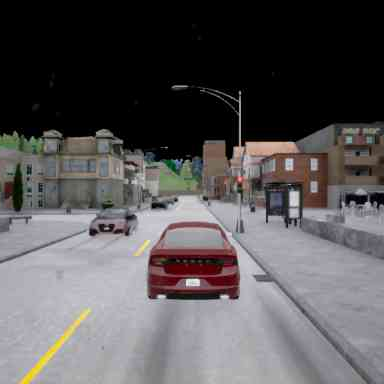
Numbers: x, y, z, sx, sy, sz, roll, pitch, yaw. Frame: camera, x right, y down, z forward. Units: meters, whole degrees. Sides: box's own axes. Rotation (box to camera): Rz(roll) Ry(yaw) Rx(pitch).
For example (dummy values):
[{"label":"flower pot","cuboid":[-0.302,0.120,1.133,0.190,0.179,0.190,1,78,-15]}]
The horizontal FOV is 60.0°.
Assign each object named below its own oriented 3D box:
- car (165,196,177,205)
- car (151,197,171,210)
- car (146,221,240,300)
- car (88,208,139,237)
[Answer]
[{"label":"car","cuboid":[-4.088,1.503,57.463,1.837,1.490,4.892,0,0,0]},{"label":"car","cuboid":[-4.113,1.601,42.462,1.895,1.301,4.718,0,0,0]},{"label":"car","cuboid":[0.049,1.478,8.455,1.882,1.535,5.008,0,0,1]},{"label":"car","cuboid":[-4.101,1.564,17.931,1.994,1.385,4.181,0,0,0]}]
